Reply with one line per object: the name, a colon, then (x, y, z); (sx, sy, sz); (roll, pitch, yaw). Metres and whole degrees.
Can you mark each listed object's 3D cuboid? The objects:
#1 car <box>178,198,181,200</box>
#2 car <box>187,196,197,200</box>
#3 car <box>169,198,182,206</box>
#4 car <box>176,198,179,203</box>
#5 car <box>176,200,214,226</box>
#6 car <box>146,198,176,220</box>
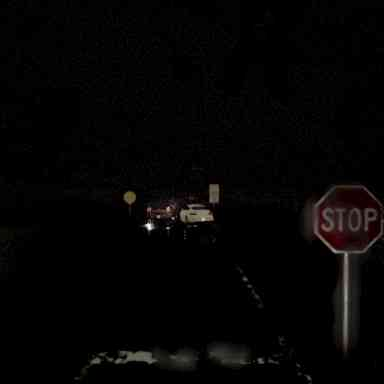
car: (-2.788, 1.730, 47.784); (1.895, 1.301, 4.718); (0, 0, 0)
car: (0.065, 1.676, 71.569); (1.837, 1.490, 4.892); (0, 0, 0)
car: (-2.765, 1.715, 57.680); (1.994, 1.385, 4.181); (0, 0, 1)
car: (-2.812, 1.708, 38.192); (1.895, 1.301, 4.718); (0, 0, 0)
car: (0.301, 1.599, 24.219); (1.812, 1.442, 4.674); (-1, 0, -11)
car: (-2.769, 1.437, 29.237); (2.097, 1.767, 4.553); (0, 0, -1)
